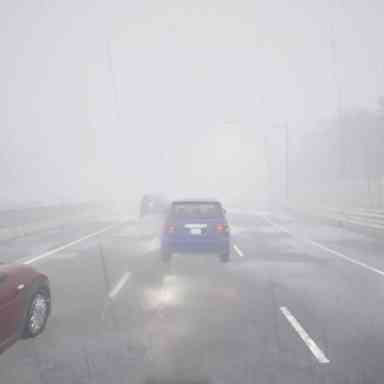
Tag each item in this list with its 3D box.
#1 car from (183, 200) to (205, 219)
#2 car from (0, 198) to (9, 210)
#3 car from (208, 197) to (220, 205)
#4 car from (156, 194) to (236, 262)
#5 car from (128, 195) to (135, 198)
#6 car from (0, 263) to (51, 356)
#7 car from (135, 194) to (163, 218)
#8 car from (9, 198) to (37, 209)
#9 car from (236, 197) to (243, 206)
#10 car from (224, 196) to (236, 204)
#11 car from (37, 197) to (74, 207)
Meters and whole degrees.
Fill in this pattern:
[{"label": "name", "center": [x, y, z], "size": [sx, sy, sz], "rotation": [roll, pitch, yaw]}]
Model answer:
[{"label": "car", "center": [0.213, 1.499, 30.428], "size": [1.837, 1.490, 4.892], "rotation": [0, 0, 0]}, {"label": "car", "center": [-23.648, 1.487, 42.023], "size": [2.128, 1.511, 4.902], "rotation": [0, 0, -3]}, {"label": "car", "center": [3.879, 1.547, 58.301], "size": [1.812, 1.442, 4.674], "rotation": [0, 0, 1]}, {"label": "car", "center": [0.124, 1.218, 12.249], "size": [2.150, 2.045, 5.566], "rotation": [0, 0, 0]}, {"label": "car", "center": [-13.384, 1.379, 75.248], "size": [2.128, 1.511, 4.902], "rotation": [0, 0, 1]}, {"label": "car", "center": [-3.393, 1.351, 3.716], "size": [2.097, 1.767, 4.553], "rotation": [0, 0, 0]}, {"label": "car", "center": [-3.293, 1.215, 29.715], "size": [2.150, 2.045, 5.566], "rotation": [0, 0, 0]}, {"label": "car", "center": [-20.791, 1.544, 42.830], "size": [2.033, 1.411, 5.357], "rotation": [0, 0, 1]}, {"label": "car", "center": [7.207, 1.494, 54.316], "size": [1.882, 1.535, 5.008], "rotation": [0, 0, 2]}, {"label": "car", "center": [7.472, 1.570, 65.482], "size": [1.812, 1.442, 4.674], "rotation": [0, 0, 1]}, {"label": "car", "center": [-13.949, 1.519, 34.679], "size": [1.812, 1.442, 4.674], "rotation": [0, 0, 1]}]
